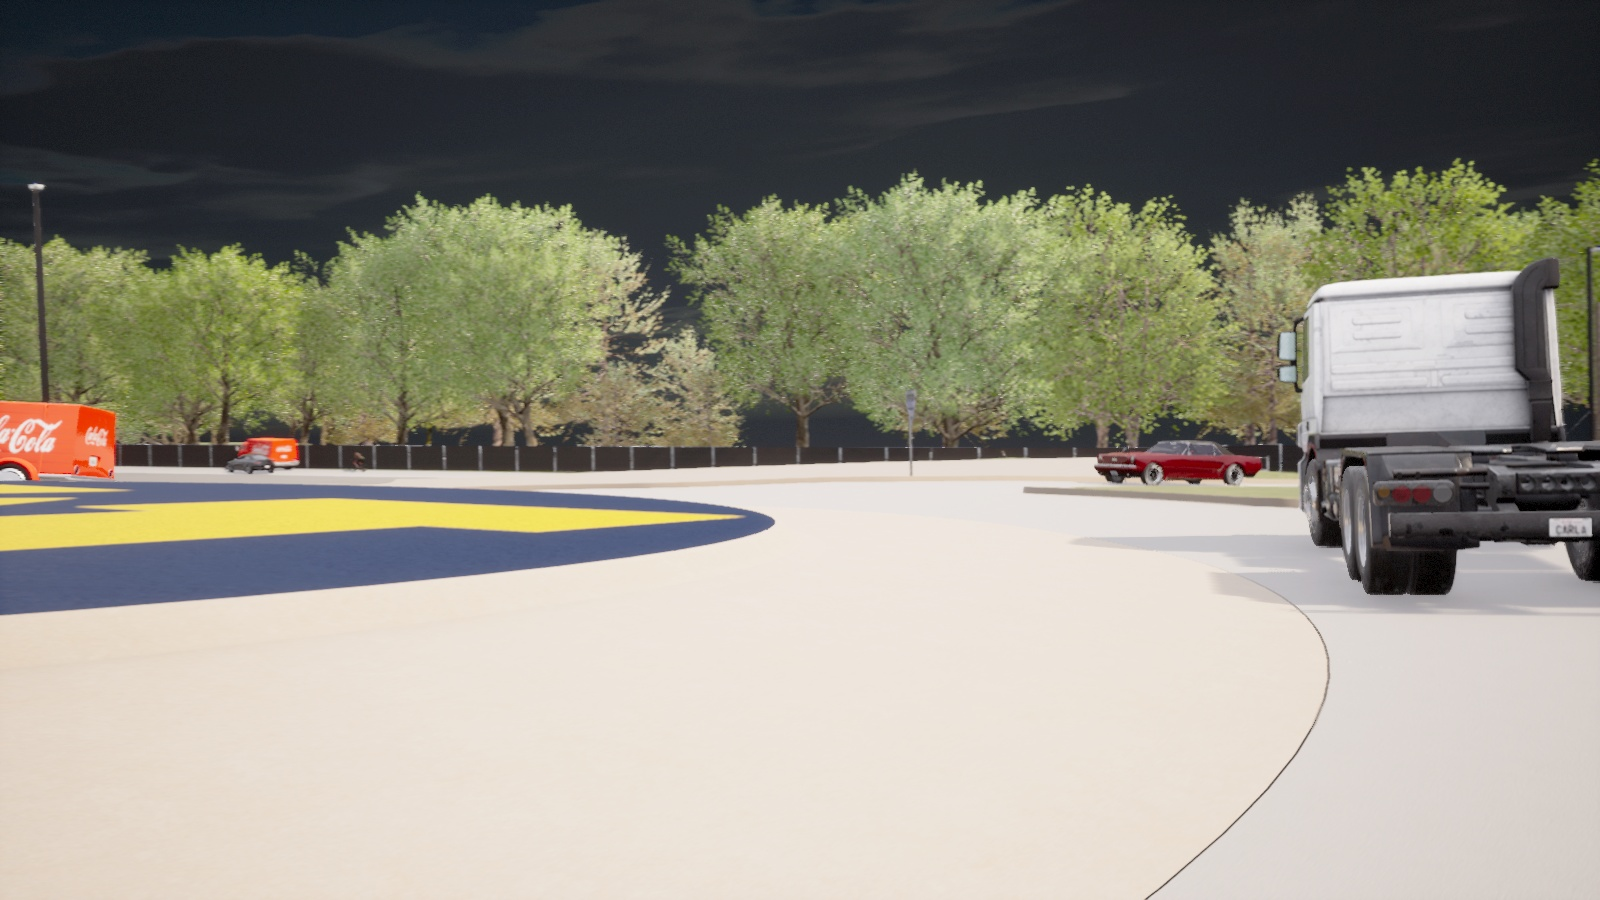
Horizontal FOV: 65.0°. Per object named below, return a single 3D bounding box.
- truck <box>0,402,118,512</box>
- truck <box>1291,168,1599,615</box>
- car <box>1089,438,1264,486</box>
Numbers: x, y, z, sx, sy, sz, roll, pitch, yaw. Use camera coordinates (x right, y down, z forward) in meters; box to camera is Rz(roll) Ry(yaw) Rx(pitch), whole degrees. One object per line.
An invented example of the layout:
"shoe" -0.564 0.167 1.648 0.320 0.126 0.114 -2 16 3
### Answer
"truck" -19.872 0.170 30.374 5.204 2.467 2.627 2 -4 -6
"truck" 7.201 -0.503 13.586 2.891 3.462 7.936 -2 0 18
"car" 10.863 0.343 36.219 4.718 1.301 1.895 1 0 -23
